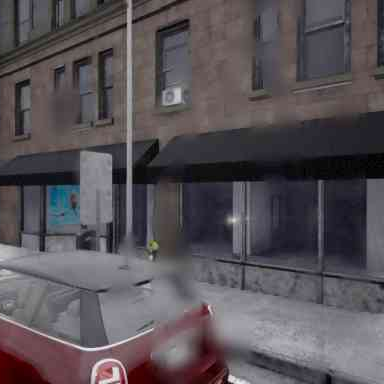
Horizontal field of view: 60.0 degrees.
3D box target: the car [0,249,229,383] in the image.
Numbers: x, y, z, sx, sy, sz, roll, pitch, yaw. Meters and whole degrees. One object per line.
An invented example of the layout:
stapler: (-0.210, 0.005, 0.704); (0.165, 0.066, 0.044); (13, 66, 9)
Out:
car: (-1.699, 1.440, 4.025); (4.097, 1.590, 1.967); (0, 0, 36)
